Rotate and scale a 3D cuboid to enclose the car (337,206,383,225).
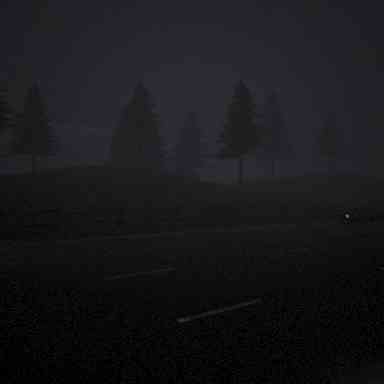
[{"bbox_3d":[13.322,1.784,26.116,4.181,1.385,1.994,1,0,-35],"label":"car"}]
